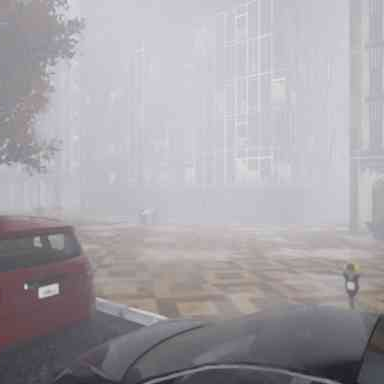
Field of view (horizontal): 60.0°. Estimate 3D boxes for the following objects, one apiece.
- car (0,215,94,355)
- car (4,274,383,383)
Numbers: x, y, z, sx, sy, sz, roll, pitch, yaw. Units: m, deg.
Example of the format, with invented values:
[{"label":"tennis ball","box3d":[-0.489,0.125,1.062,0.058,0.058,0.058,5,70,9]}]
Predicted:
[{"label":"car","box3d":[-3.732,1.319,5.542,5.009,1.841,2.192,0,0,36]},{"label":"car","box3d":[0.764,1.566,2.333,4.313,1.339,1.947,0,0,36]}]
